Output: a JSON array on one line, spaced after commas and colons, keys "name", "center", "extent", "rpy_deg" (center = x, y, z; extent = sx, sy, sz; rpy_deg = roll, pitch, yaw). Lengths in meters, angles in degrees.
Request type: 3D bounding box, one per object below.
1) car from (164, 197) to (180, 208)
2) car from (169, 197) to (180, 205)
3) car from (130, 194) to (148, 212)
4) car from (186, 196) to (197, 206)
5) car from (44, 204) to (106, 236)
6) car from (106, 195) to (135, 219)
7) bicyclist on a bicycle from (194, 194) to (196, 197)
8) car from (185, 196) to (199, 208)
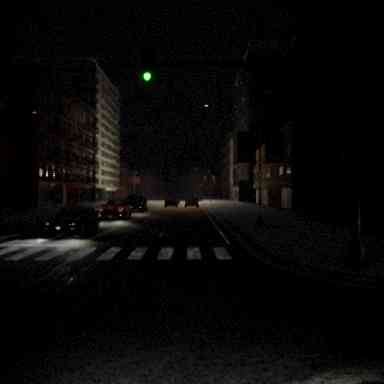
[{"name": "car", "center": [-3.162, 1.544, 50.829], "extent": [1.882, 1.535, 5.008], "rpy_deg": [0, 0, 0]}, {"name": "car", "center": [-3.179, 1.680, 60.982], "extent": [1.895, 1.301, 4.718], "rpy_deg": [0, 0, 0]}, {"name": "car", "center": [-6.600, 1.272, 39.418], "extent": [2.150, 2.045, 5.566], "rpy_deg": [0, 0, 0]}, {"name": "car", "center": [-0.013, 1.555, 59.419], "extent": [1.882, 1.535, 5.008], "rpy_deg": [0, 0, 0]}, {"name": "car", "center": [-6.605, 1.533, 18.842], "extent": [1.837, 1.490, 4.892], "rpy_deg": [0, 0, 0]}, {"name": "car", "center": [-6.610, 1.393, 28.935], "extent": [2.097, 1.767, 4.553], "rpy_deg": [0, 0, -1]}, {"name": "bicyclist on a bicycle", "center": [0.873, 1.490, 92.314], "extent": [0.659, 1.776, 1.843], "rpy_deg": [0, 0, 0]}, {"name": "car", "center": [-0.011, 1.417, 49.387], "extent": [2.097, 1.767, 4.553], "rpy_deg": [0, 0, 0]}]
